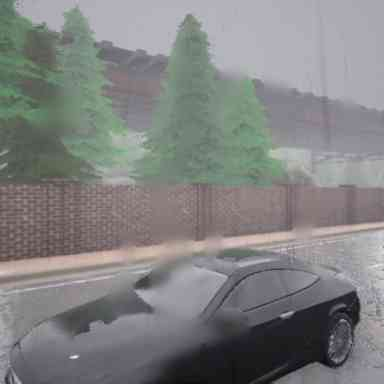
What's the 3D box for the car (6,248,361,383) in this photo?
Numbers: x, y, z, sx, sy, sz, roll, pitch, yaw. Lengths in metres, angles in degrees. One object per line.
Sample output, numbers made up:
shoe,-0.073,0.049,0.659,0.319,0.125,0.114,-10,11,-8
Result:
car,0.321,1.517,4.204,4.674,1.442,1.812,0,0,-36
